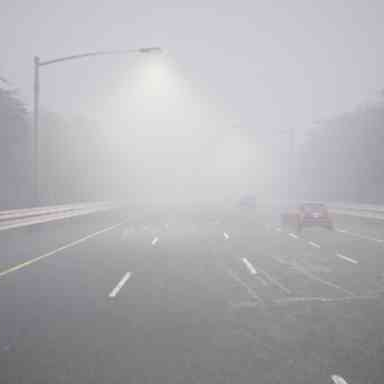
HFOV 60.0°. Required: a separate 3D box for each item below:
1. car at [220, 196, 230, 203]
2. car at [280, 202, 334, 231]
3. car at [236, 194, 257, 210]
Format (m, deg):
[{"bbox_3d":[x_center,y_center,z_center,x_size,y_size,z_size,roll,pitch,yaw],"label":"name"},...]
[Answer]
[{"bbox_3d":[7.333,1.682,73.198,1.882,1.535,5.008,0,0,1],"label":"car"},{"bbox_3d":[7.035,1.395,20.880,2.097,1.767,4.553,0,0,0],"label":"car"},{"bbox_3d":[7.129,1.332,43.873,2.150,2.045,5.566,0,0,0],"label":"car"}]
